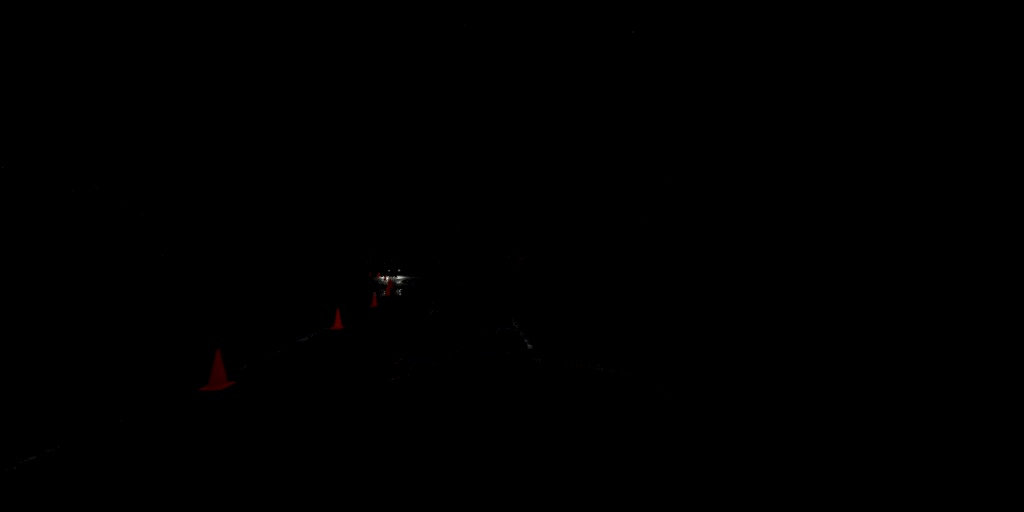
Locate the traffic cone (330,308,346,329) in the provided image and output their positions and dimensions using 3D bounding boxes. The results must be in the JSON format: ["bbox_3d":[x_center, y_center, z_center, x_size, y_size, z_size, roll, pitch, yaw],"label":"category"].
[{"bbox_3d":[-5.079,1.806,10.461,0.340,0.580,0.340,0,0,-7],"label":"traffic cone"}]

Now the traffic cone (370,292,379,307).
[{"bbox_3d":[-5.842,1.847,15.242,0.340,0.580,0.340,0,0,-11],"label":"traffic cone"}]

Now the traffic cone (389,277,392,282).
[{"bbox_3d":[-8.274,1.921,24.611,0.340,0.580,0.340,0,0,-18],"label":"traffic cone"}]

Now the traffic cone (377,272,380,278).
[{"bbox_3d":[-14.108,2.013,37.892,0.340,0.580,0.340,0,0,-29],"label":"traffic cone"}]

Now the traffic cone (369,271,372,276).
[{"bbox_3d":[-16.605,2.042,42.040,0.340,0.580,0.340,0,0,-33],"label":"traffic cone"}]

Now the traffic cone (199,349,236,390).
[{"bbox_3d":[-4.623,1.761,5.641,0.340,0.580,0.340,0,0,-4],"label":"traffic cone"}]

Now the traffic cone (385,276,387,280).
[{"bbox_3d":[-9.934,1.952,29.159,0.340,0.580,0.340,0,0,-22],"label":"traffic cone"}]

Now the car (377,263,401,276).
[{"bbox_3d":[-14.726,1.614,42.735,1.837,1.490,4.892,1,-1,-33],"label":"car"}]

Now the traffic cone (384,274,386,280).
[{"bbox_3d":[-11.882,1.982,33.592,0.340,0.580,0.340,0,0,-26],"label":"traffic cone"}]

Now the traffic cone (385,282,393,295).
[{"bbox_3d":[-6.908,1.886,19.966,0.340,0.580,0.340,0,0,-15],"label":"traffic cone"}]
